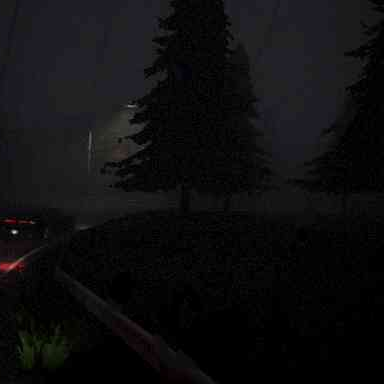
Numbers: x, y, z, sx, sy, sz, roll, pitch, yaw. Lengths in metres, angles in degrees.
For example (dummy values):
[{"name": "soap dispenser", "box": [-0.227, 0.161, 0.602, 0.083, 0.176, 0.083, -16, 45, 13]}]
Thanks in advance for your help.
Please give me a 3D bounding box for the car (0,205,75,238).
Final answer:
[{"name": "car", "box": [-7.396, 1.407, 16.484, 1.837, 1.490, 4.892, 4, 1, 2]}]
